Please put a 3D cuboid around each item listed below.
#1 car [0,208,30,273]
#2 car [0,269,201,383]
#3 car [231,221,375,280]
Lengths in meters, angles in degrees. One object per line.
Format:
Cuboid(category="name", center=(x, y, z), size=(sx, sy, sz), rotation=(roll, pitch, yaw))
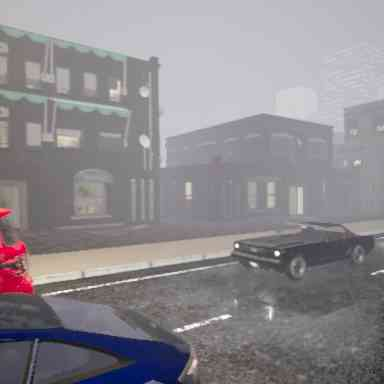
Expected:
Cuboid(category="car", center=(-5.017, 1.226, 4.078), size=(5.566, 2.045, 2.150), rotation=(0, 0, -35))
Cuboid(category="car", center=(-1.912, 1.565, 2.296), size=(4.181, 1.385, 1.994), rotation=(0, 0, -35))
Cuboid(category="car", center=(3.438, 1.593, 10.019), size=(4.718, 1.301, 1.895), rotation=(0, 0, -35))
